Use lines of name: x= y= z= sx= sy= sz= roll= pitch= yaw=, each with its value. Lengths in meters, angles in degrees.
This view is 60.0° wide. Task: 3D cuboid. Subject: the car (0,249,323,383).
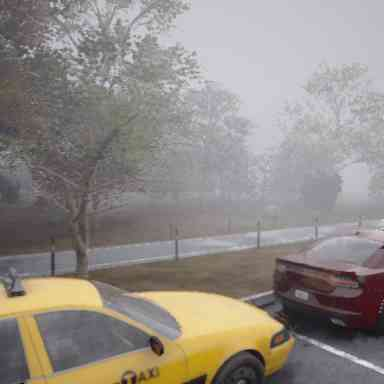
car: x=-1.325 y=1.499 z=3.101 sx=5.366 sy=1.575 sz=1.946 roll=0 pitch=0 yaw=-33

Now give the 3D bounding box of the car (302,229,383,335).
car: x=3.866 y=1.517 z=6.813 sx=5.008 sy=1.535 sz=2.097 roll=0 pitch=0 yaw=-33
